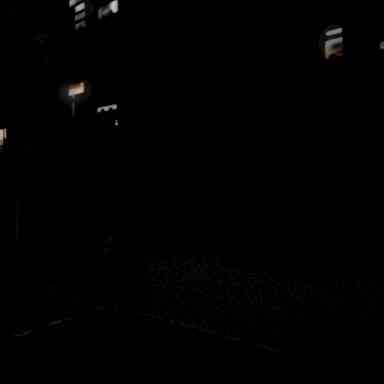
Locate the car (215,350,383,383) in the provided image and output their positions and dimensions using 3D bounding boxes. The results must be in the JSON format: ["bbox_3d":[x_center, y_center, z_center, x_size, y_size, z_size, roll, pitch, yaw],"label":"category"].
[{"bbox_3d":[1.936,1.549,1.481,4.403,1.369,2.008,0,1,36],"label":"car"}]
